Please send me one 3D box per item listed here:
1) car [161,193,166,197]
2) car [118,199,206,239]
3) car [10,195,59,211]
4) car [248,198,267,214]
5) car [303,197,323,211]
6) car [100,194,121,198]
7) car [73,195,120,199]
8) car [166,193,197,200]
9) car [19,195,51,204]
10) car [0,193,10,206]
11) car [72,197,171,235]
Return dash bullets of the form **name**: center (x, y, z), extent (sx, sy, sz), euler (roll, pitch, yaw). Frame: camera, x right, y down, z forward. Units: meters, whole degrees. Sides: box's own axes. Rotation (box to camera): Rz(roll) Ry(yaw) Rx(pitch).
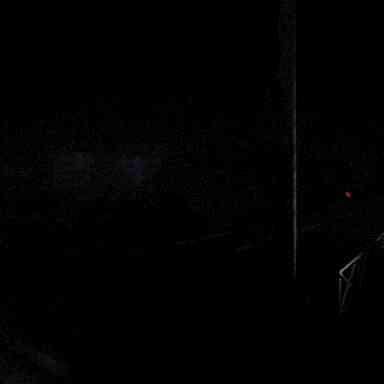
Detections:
- **car**: center (-3.876, 1.039, 49.807), extent (1.905, 1.878, 3.866), euler (0, 0, 35)
- **car**: center (-1.140, 1.328, 16.367), extent (2.007, 1.523, 4.514), euler (0, 0, 35)
- **car**: center (-17.141, 1.256, 37.018), extent (2.007, 1.523, 4.514), euler (0, 0, 35)
- **car**: center (7.138, 1.369, 33.304), extent (1.970, 1.475, 3.806), euler (0, 0, 35)
- **car**: center (13.848, 1.362, 37.654), extent (1.845, 1.501, 3.633), euler (0, 0, 35)
- **car**: center (-14.335, 1.100, 57.177), extent (2.152, 1.636, 5.027), euler (0, 0, 35)
- **car**: center (-8.997, 1.290, 31.227), extent (1.845, 1.501, 3.633), euler (0, 0, 35)
- **car**: center (-1.263, 1.063, 48.470), extent (1.932, 1.855, 4.605), euler (0, 0, 35)
- **car**: center (-26.822, 1.233, 56.956), extent (2.007, 1.523, 4.514), euler (0, 0, 35)
- **car**: center (-26.914, 1.040, 44.774), extent (1.932, 1.855, 4.605), euler (0, 0, 35)
- **car**: center (-3.734, 1.315, 18.131), extent (2.152, 1.636, 5.027), euler (0, 0, 35)
